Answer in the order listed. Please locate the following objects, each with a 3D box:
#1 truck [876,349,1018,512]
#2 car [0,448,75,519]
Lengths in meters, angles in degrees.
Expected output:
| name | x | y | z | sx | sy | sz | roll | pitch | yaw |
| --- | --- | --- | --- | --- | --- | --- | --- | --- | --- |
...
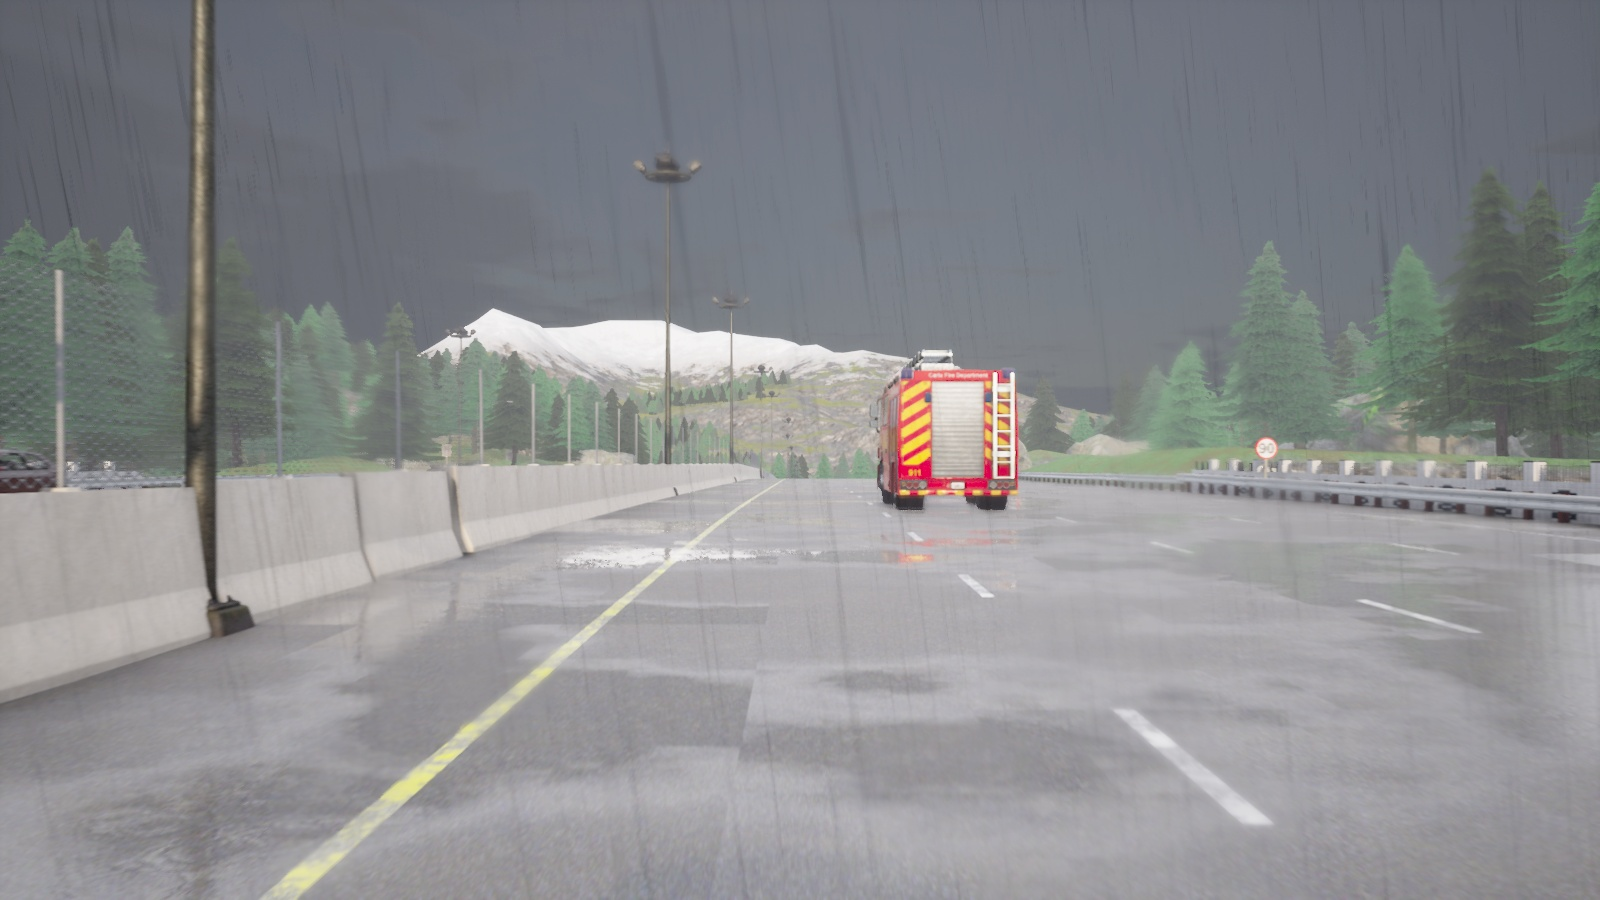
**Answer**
| name | x | y | z | sx | sy | sz | roll | pitch | yaw |
| --- | --- | --- | --- | --- | --- | --- | --- | --- | --- |
| truck | 3.709 | -0.417 | 33.781 | 2.891 | 3.827 | 8.468 | 0 | -1 | 0 |
| car | -17.335 | 0.690 | 26.329 | 1.816 | 1.474 | 4.193 | 0 | 0 | 0 |
